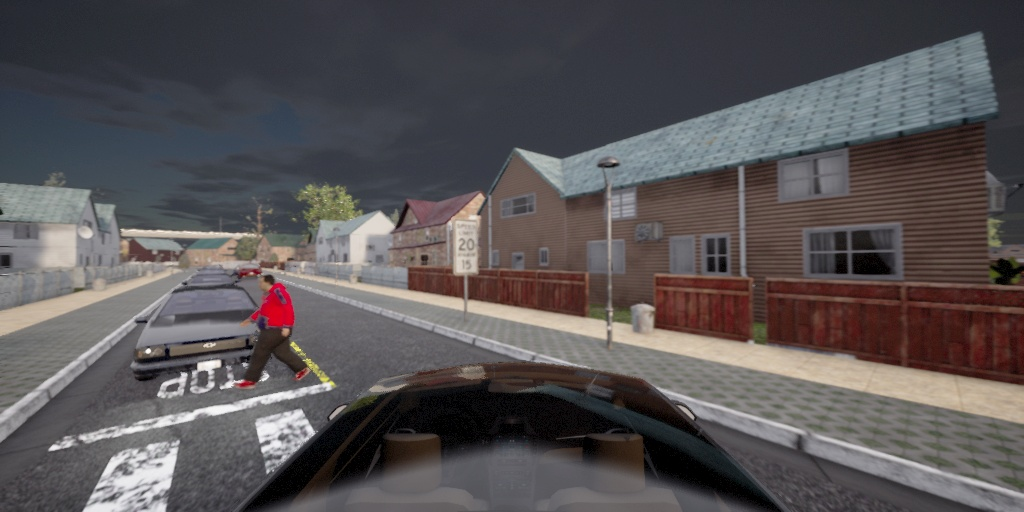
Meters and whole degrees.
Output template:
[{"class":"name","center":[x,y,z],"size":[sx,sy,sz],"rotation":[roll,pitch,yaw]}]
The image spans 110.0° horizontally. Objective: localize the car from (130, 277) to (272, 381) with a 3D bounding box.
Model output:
[{"class":"car","center":[-6.529,1.373,7.764],"size":[2.033,1.411,5.357],"rotation":[0,-1,-40]}]

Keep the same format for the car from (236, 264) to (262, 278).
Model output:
[{"class":"car","center":[-27.387,1.603,37.439],"size":[1.882,1.535,5.008],"rotation":[0,-1,-40]}]

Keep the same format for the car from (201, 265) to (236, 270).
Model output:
[{"class":"car","center":[-19.609,1.543,23.486],"size":[2.033,1.411,5.357],"rotation":[0,-1,-39]}]

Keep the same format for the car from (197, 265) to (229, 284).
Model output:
[{"class":"car","center":[-27.148,1.581,32.627],"size":[2.128,1.511,4.902],"rotation":[0,0,-39]}]

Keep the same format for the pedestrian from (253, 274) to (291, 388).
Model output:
[{"class":"pedestrian","center":[-3.742,1.090,5.597],"size":[0.375,1.860,0.375],"rotation":[1,-2,-40]}]

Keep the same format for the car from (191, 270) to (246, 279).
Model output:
[{"class":"car","center":[-12.919,1.474,15.449],"size":[1.994,1.385,4.181],"rotation":[0,-1,-39]}]
